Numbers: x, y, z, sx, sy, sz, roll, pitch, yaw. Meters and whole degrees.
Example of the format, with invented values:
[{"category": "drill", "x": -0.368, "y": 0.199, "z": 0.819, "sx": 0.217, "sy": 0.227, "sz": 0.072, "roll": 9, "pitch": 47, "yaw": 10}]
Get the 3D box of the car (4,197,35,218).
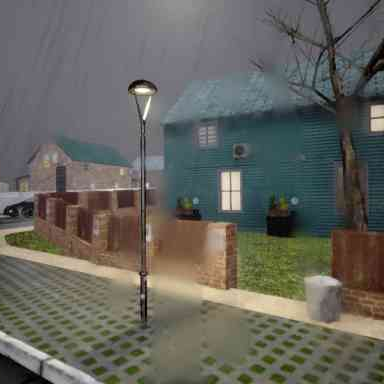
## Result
[{"category": "car", "x": -11.012, "y": 1.034, "z": 23.720, "sx": 1.994, "sy": 1.385, "sz": 4.181, "roll": -1, "pitch": 1, "yaw": 29}]
